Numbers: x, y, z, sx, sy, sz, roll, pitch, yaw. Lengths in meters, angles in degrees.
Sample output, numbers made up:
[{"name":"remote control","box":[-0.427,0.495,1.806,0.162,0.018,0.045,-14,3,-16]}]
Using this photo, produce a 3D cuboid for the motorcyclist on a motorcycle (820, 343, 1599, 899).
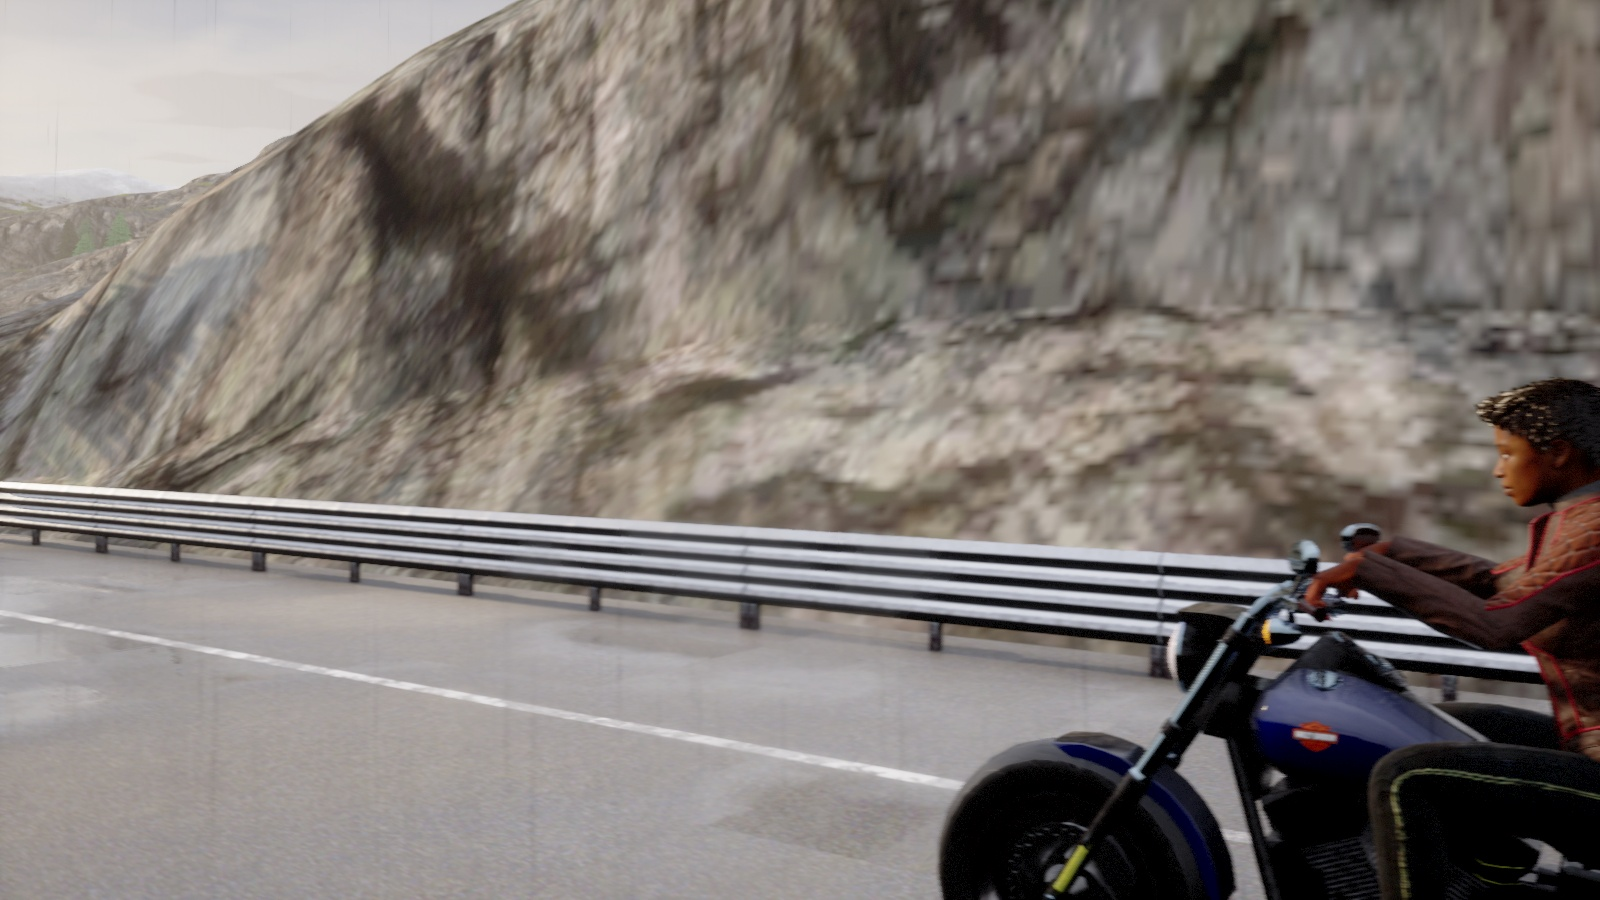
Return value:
[{"name":"motorcyclist on a motorcycle","box":[1.250,0.632,2.790,2.350,1.649,0.766,0,1,34]}]
